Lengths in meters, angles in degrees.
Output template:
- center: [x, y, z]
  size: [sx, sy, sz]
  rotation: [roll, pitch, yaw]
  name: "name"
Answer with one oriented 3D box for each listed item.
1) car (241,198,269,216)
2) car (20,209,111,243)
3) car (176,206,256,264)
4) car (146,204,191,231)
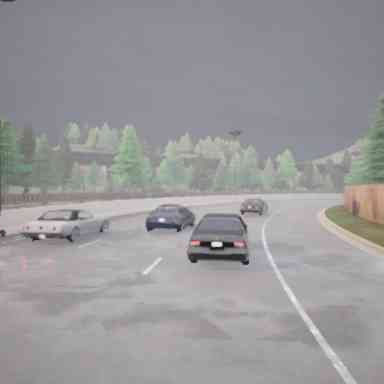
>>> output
- center: [5.541, 1.272, 29.356]
  size: [2.033, 1.411, 5.357]
  rotation: [0, 1, 20]
  name: "car"
- center: [-5.434, 1.416, 15.087]
  size: [1.895, 1.301, 4.718]
  rotation: [0, 1, 10]
  name: "car"
- center: [1.024, 1.434, 11.428]
  size: [2.033, 1.411, 5.357]
  rotation: [0, 1, 8]
  name: "car"
- center: [-1.101, 1.364, 18.753]
  size: [1.994, 1.385, 4.181]
  rotation: [0, 1, 12]
  name: "car"
